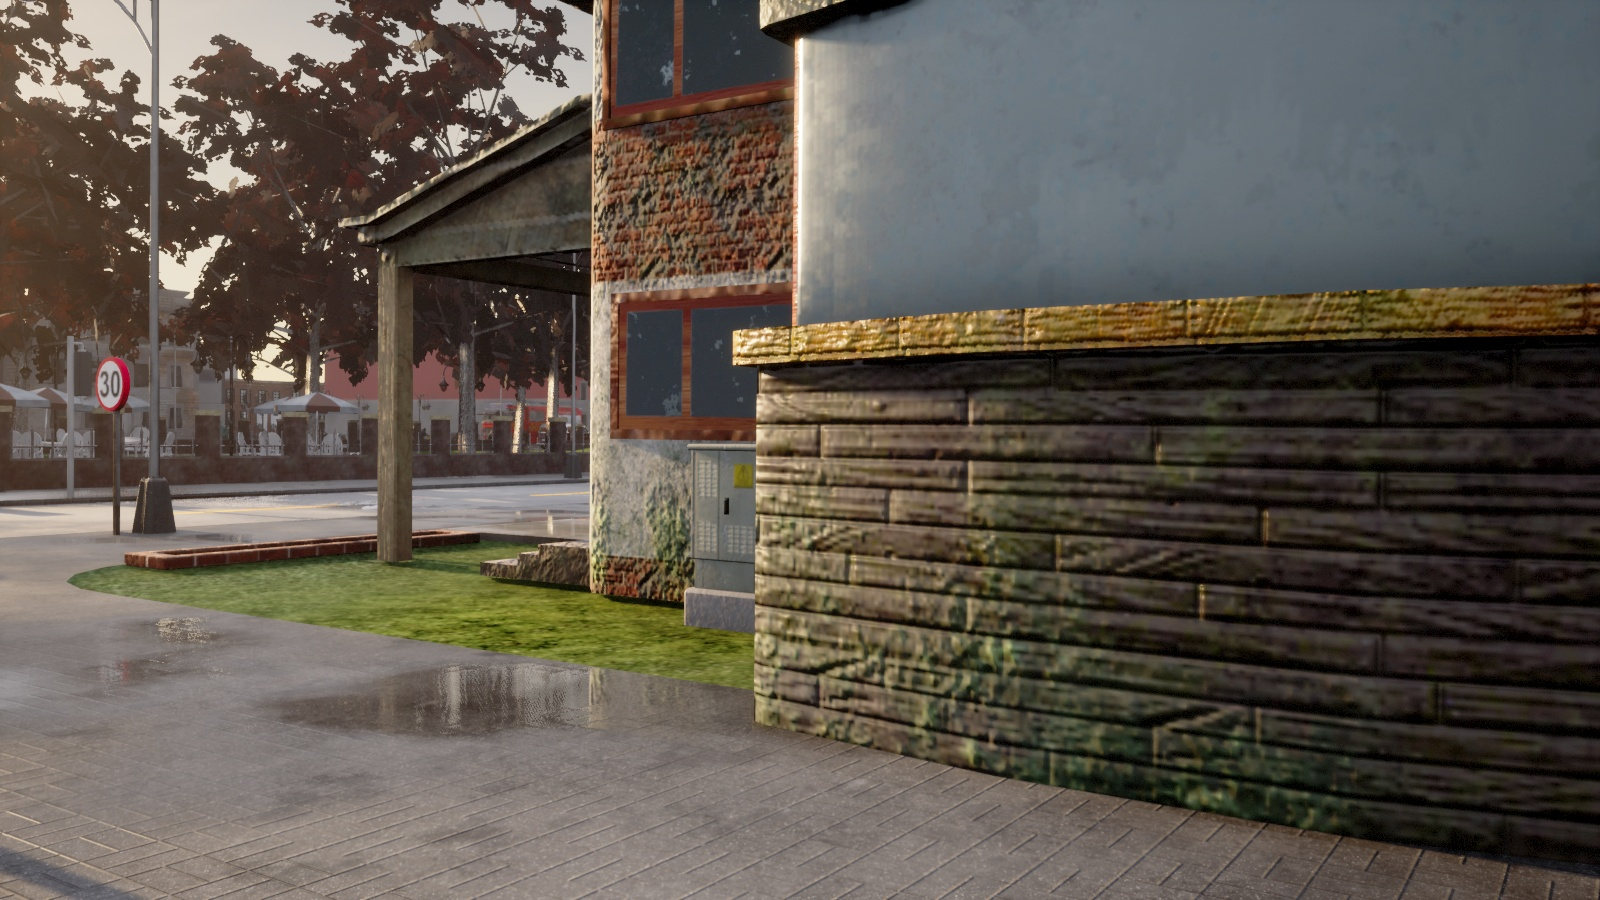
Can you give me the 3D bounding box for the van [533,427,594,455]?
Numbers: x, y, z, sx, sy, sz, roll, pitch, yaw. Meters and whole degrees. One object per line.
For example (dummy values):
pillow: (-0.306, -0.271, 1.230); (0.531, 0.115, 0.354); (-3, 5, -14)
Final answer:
van: (-18.045, -0.693, 96.037); (2.069, 2.038, 4.480); (0, 1, 34)
